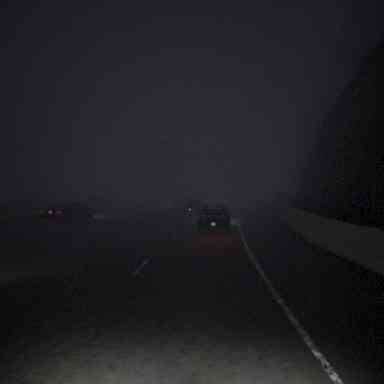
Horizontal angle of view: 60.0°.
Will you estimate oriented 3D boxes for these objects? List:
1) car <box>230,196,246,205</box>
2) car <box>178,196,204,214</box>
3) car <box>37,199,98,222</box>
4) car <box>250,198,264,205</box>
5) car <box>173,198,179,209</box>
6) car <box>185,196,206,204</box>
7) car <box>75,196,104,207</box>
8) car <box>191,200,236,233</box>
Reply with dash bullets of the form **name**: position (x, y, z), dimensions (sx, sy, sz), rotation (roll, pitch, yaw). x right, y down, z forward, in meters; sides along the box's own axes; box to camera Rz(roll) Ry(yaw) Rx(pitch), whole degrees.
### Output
- **car**: position (8.718, 1.463, 62.933), dimensions (2.097, 1.767, 4.553), rotation (1, 0, 22)
- **car**: position (0.312, 1.507, 35.596), dimensions (1.837, 1.490, 4.892), rotation (0, 0, 13)
- **car**: position (-9.157, 1.427, 25.161), dimensions (2.033, 1.411, 5.357), rotation (1, 0, 11)
- **car**: position (12.198, 1.721, 62.192), dimensions (1.994, 1.385, 4.181), rotation (1, 0, 22)
- **car**: position (-1.137, 1.509, 44.998), dimensions (1.812, 1.442, 4.674), rotation (0, 0, 16)
- **car**: position (0.743, 1.554, 63.125), dimensions (2.033, 1.411, 5.357), rotation (1, 0, 24)
- **car**: position (-14.759, 1.333, 48.165), dimensions (1.812, 1.442, 4.674), rotation (1, 0, 15)
- **car**: position (1.406, 1.510, 20.118), dimensions (2.128, 1.511, 4.902), rotation (1, 0, 7)
